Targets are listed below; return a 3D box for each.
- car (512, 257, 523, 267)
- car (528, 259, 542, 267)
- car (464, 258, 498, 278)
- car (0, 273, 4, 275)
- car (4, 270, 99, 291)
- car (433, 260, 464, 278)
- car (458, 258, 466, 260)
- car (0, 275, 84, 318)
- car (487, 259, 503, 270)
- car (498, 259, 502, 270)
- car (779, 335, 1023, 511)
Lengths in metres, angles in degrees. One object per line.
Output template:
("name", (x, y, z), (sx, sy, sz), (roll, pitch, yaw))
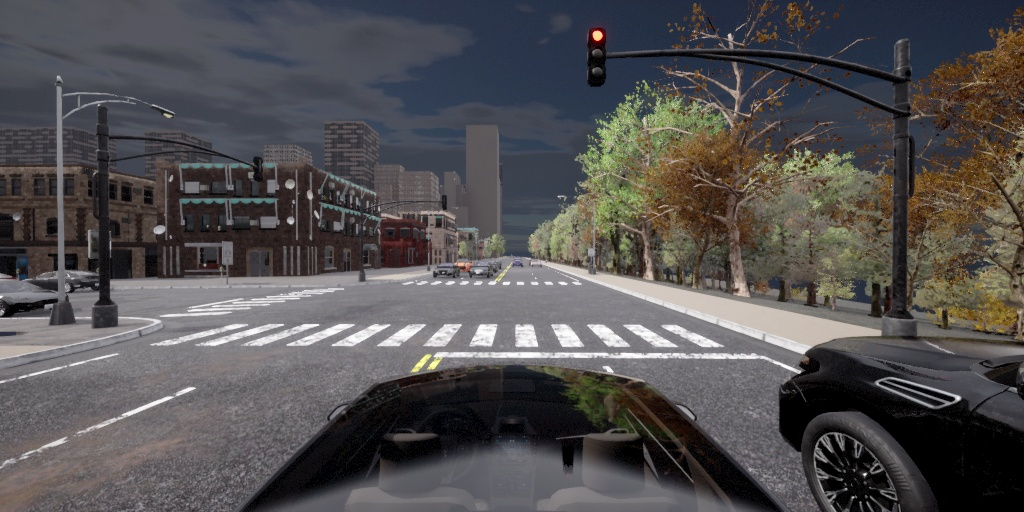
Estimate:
("car", (1.002, 1.252, 63.791), (1.812, 1.442, 4.674), (0, 0, 1))
("car", (4.362, 1.327, 64.121), (1.895, 1.301, 4.718), (0, 0, 1))
("car", (-2.820, 1.232, 33.769), (2.128, 1.511, 4.902), (0, 0, 3))
("car", (-33.493, 1.654, 22.449), (4.207, 1.307, 1.802), (0, 0, 1))
("car", (-27.958, 1.560, 22.352), (4.403, 1.370, 2.007), (0, 0, 1))
("car", (-6.080, 1.304, 33.755), (1.994, 1.385, 4.181), (0, 0, 1))
("car", (-5.914, 1.088, 43.751), (2.097, 1.767, 4.553), (0, 0, 1))
("car", (-19.766, 1.565, 13.704), (4.313, 1.339, 1.948), (0, 0, 1))
("car", (-2.503, 1.223, 53.502), (2.128, 1.511, 4.902), (0, 0, 1))
("car", (-2.673, 1.227, 43.260), (2.128, 1.511, 4.902), (0, 0, 1))
("car", (3.322, 0.972, 0.665), (2.150, 2.045, 5.566), (0, 0, 1))
